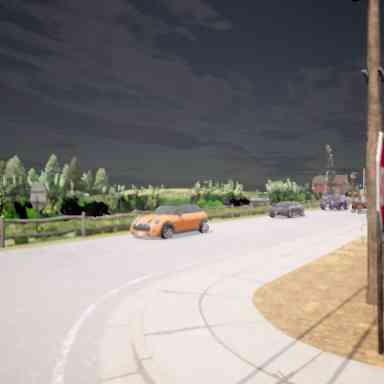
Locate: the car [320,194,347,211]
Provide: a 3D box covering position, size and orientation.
[{"bbox_3d":[17.929,1.285,41.825,2.150,2.045,5.566,-1,-1,39],"label":"car"}]

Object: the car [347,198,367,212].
[{"bbox_3d":[19.869,1.503,38.413,1.882,1.535,5.008,-1,-1,38],"label":"car"}]

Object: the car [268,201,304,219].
[{"bbox_3d":[8.622,1.577,30.109,1.837,1.490,4.892,-1,-1,38],"label":"car"}]

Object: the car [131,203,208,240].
[{"bbox_3d":[-1.104,1.431,17.780,2.097,1.767,4.553,-1,0,38],"label":"car"}]
